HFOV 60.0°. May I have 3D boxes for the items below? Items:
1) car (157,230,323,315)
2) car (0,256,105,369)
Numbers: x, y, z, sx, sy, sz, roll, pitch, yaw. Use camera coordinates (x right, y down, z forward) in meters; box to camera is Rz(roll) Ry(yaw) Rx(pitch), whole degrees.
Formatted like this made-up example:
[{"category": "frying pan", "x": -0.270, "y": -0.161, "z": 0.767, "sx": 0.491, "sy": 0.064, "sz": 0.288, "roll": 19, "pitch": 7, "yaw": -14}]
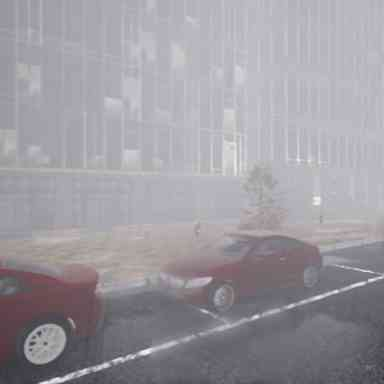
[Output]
[{"category": "car", "x": 1.249, "y": 1.556, "z": 7.447, "sx": 4.206, "sy": 1.307, "sz": 1.802, "roll": 0, "pitch": 0, "yaw": -36}, {"category": "car", "x": -3.387, "y": 1.547, "z": 4.141, "sx": 4.507, "sy": 1.381, "sz": 1.887, "roll": 0, "pitch": 0, "yaw": -36}]
